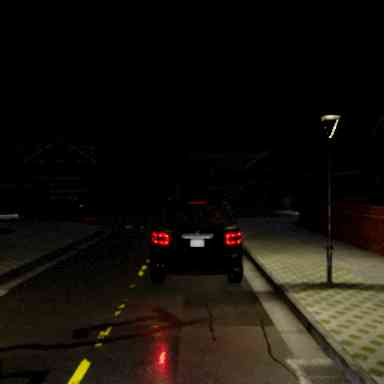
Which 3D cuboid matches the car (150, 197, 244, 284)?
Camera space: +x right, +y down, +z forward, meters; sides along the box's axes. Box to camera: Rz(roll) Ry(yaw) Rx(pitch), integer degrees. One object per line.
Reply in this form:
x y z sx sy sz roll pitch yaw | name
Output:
0.103 1.154 9.572 2.150 2.045 5.566 0 0 0 | car

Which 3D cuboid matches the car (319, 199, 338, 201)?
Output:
14.121 1.490 34.805 5.357 1.411 2.033 0 0 -20 | car

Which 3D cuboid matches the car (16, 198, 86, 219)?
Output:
-10.669 1.223 25.362 4.892 1.490 1.837 1 -2 -8 | car
